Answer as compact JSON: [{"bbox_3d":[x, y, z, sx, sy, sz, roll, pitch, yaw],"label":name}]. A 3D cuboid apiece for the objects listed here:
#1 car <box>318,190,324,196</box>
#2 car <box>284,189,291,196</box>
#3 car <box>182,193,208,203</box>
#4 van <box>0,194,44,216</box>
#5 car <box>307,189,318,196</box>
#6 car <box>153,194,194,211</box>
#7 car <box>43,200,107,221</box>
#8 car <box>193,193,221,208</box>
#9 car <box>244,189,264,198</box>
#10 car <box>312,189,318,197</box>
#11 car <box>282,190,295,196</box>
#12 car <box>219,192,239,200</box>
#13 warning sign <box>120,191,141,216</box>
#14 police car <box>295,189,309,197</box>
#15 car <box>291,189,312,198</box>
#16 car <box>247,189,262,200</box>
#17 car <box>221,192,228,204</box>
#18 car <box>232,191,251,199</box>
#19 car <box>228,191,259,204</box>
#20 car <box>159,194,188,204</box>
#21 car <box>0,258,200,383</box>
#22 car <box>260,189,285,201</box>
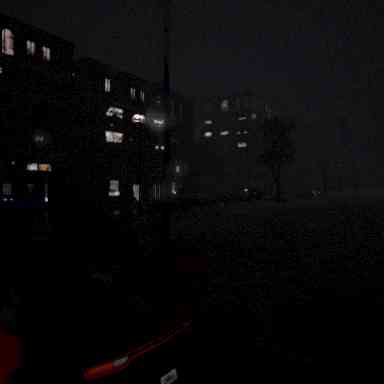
[{"bbox_3d":[32.789,0.131,84.464,1.967,1.590,4.097,1,2,35],"label":"car"},{"bbox_3d":[22.730,0.042,84.653,2.192,1.841,5.009,2,2,35],"label":"car"},{"bbox_3d":[0.535,0.878,52.610,2.008,1.369,4.403,2,2,35],"label":"car"},{"bbox_3d":[-15.315,1.105,29.714,1.690,1.788,3.998,2,2,35],"label":"van"},{"bbox_3d":[31.242,0.023,86.053,2.097,1.767,4.553,0,1,28],"label":"car"},{"bbox_3d":[-2.087,1.182,34.103,1.887,1.381,4.507,1,2,35],"label":"car"},{"bbox_3d":[-8.427,1.379,24.949,1.947,1.339,4.313,1,2,35],"label":"car"},{"bbox_3d":[1.084,1.101,38.682,2.008,1.369,4.403,1,2,35],"label":"car"},{"bbox_3d":[13.220,0.298,70.918,2.192,1.841,5.009,2,2,35],"label":"car"},{"bbox_3d":[26.447,0.412,75.309,2.008,1.369,4.403,1,2,35],"label":"car"},{"bbox_3d":[25.899,0.187,89.237,1.887,1.381,4.507,2,2,35],"label":"car"},{"bbox_3d":[6.876,0.721,61.768,1.947,1.339,4.313,2,2,35],"label":"car"},{"bbox_3d":[-4.812,0.896,26.034,1.300,1.860,1.060,-1,0,35],"label":"warning sign"},{"bbox_3d":[25.803,0.247,77.921,1.930,1.638,5.238,0,1,32],"label":"police car"},{"bbox_3d":[23.277,0.497,70.732,2.008,1.369,4.403,1,2,35],"label":"car"},{"bbox_3d":[11.367,0.414,58.274,2.150,2.045,5.566,0,1,35],"label":"car"},{"bbox_3d":[4.881,0.897,48.852,1.812,1.442,4.674,0,1,35],"label":"car"},{"bbox_3d":[9.950,0.597,66.205,1.752,1.417,4.829,2,2,35],"label":"car"},{"bbox_3d":[7.425,0.927,47.839,2.008,1.369,4.403,1,2,35],"label":"car"},{"bbox_3d":[-2.635,0.980,48.032,1.947,1.339,4.313,2,2,35],"label":"car"},{"bbox_3d":[-2.026,1.554,4.312,4.507,1.381,1.887,0,0,36],"label":"car"},{"bbox_3d":[13.863,0.727,57.136,1.752,1.417,4.829,1,2,35],"label":"car"}]
